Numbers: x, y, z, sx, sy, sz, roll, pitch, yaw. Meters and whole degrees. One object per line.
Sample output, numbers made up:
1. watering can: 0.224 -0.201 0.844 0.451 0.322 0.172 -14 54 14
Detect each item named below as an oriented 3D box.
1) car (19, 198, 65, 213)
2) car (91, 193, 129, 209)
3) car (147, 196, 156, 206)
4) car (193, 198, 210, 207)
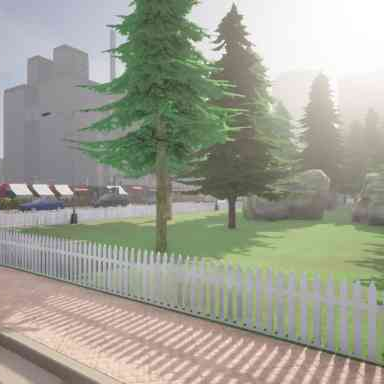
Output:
1. car: -16.695 1.478 37.154 1.882 1.535 5.008 0 0 34
2. car: -11.047 1.221 45.513 2.150 2.045 5.566 0 0 34
3. car: -5.257 1.352 54.017 2.097 1.767 4.553 0 0 34
4. car: 2.205 1.601 52.279 1.895 1.301 4.718 0 0 34
